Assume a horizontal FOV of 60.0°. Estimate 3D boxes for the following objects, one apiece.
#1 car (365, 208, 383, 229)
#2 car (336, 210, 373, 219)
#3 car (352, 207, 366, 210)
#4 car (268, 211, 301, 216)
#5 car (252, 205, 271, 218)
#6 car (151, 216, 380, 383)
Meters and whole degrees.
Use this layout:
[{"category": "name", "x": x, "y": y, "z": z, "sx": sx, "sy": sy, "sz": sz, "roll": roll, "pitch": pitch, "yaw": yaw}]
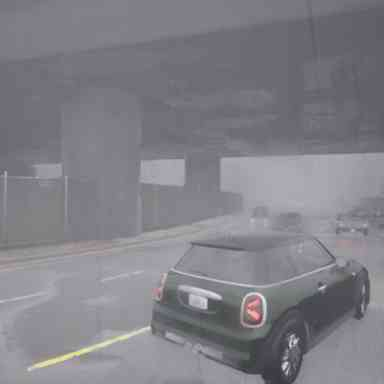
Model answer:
[{"category": "car", "x": 15.383, "y": 2.148, "z": 26.230, "sx": 1.994, "sy": 1.385, "sz": 4.181, "roll": 0, "pitch": -1, "yaw": 17}, {"category": "car", "x": 10.510, "y": 2.096, "z": 22.330, "sx": 1.895, "sy": 1.301, "sz": 4.718, "roll": 0, "pitch": -1, "yaw": 19}, {"category": "car", "x": 18.513, "y": 2.358, "z": 36.602, "sx": 2.033, "sy": 1.411, "sz": 5.357, "roll": 0, "pitch": -1, "yaw": 17}, {"category": "car", "x": 6.310, "y": 1.998, "z": 21.446, "sx": 1.812, "sy": 1.442, "sz": 4.674, "roll": 0, "pitch": -1, "yaw": 21}, {"category": "car", "x": 8.432, "y": 2.383, "z": 40.239, "sx": 1.837, "sy": 1.490, "sz": 4.892, "roll": 0, "pitch": -1, "yaw": 16}, {"category": "car", "x": 1.508, "y": 1.483, "z": 5.890, "sx": 2.097, "sy": 1.767, "sz": 4.553, "roll": -1, "pitch": -2, "yaw": 42}]
